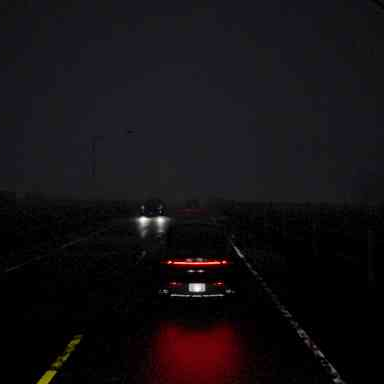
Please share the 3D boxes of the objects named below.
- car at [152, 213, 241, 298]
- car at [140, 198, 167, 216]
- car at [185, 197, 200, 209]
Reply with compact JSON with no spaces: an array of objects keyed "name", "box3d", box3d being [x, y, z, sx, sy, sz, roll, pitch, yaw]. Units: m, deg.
[{"name":"car","box3d":[0.093,1.503,8.510,1.837,1.490,4.892,0,0,0]},{"name":"car","box3d":[-3.622,1.346,31.834,2.097,1.767,4.553,0,0,0]},{"name":"car","box3d":[0.061,1.484,45.376,2.128,1.511,4.902,0,0,0]}]
